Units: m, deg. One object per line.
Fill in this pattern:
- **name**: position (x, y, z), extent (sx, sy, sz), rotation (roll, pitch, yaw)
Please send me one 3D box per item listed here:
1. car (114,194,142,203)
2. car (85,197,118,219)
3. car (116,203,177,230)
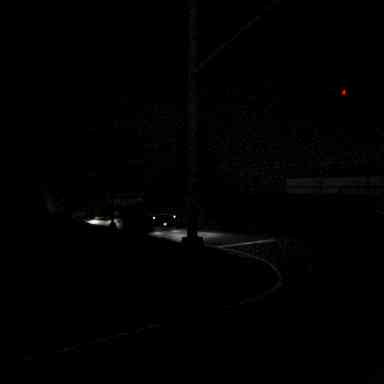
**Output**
- **car**: position (-8.391, 1.218, 40.307), extent (2.150, 2.045, 5.566), rotation (0, 0, 31)
- **car**: position (-8.386, 1.478, 29.874), extent (1.882, 1.535, 5.008), rotation (0, 0, -26)
- **car**: position (-2.915, 1.601, 21.628), extent (1.895, 1.301, 4.718), rotation (0, 0, -37)
